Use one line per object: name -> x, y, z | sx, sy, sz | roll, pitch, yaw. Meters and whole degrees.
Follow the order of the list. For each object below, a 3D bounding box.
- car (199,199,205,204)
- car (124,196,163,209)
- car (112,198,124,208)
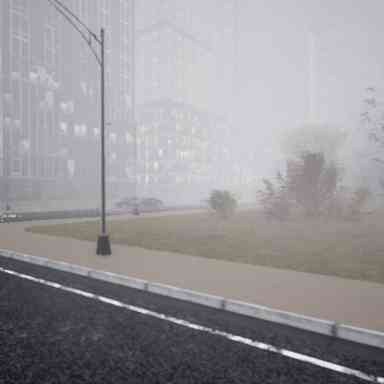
car -> 3.379, 1.507, 59.819 | 2.033, 1.411, 5.357 | -1, 0, 37
car -> -5.782, 1.347, 42.435 | 1.882, 1.535, 5.008 | -1, 0, 37
car -> -8.386, 1.399, 44.374 | 1.837, 1.490, 4.892 | -1, 0, 37
